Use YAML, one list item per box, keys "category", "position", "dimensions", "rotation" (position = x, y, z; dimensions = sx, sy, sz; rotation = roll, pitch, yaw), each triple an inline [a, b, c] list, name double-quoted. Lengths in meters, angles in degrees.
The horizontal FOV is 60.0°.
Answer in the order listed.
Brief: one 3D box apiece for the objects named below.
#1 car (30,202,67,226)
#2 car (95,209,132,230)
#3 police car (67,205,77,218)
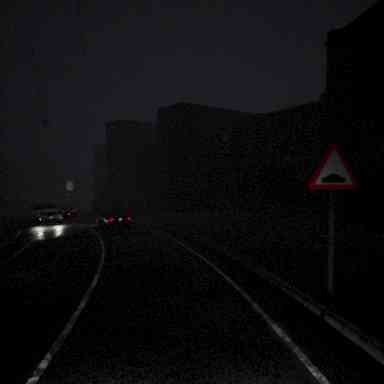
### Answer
- category: "car"
  position: [-14.236, 2.048, 32.231]
  dimensions: [2.150, 2.045, 5.566]
  rotation: [-3, -1, -34]
- category: "car"
  position: [-5.940, 1.965, 24.880]
  dimensions: [2.033, 1.411, 5.357]
  rotation: [-2, 0, -25]
- category: "police car"
  position: [-15.278, 2.387, 39.349]
  dimensions: [2.038, 1.542, 4.974]
  rotation: [-3, 0, -37]
